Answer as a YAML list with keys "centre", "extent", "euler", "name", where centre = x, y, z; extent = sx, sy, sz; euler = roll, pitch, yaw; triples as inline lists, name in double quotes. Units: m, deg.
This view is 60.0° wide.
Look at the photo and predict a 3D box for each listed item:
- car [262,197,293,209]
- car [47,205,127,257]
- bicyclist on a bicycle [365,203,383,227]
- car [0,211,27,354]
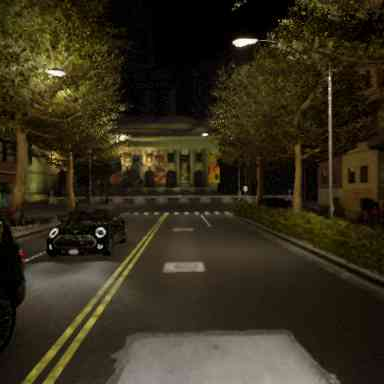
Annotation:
- centre: [11.078, 1.432, 43.156]
  extent: [4.892, 1.490, 1.837]
  euler: [0, -1, -2]
  name: "car"
- centre: [-3.929, 1.379, 13.133]
  extent: [2.097, 1.767, 4.553]
  euler: [0, 0, -1]
  name: "car"
- centre: [7.541, 1.251, 13.338]
  extent: [1.656, 1.620, 0.582]
  euler: [-1, 0, -2]
  name: "bicyclist on a bicycle"
- centre: [-3.671, 1.246, 3.060]
  extent: [2.150, 2.045, 5.566]
  euler: [0, 0, -1]
  name: "car"
